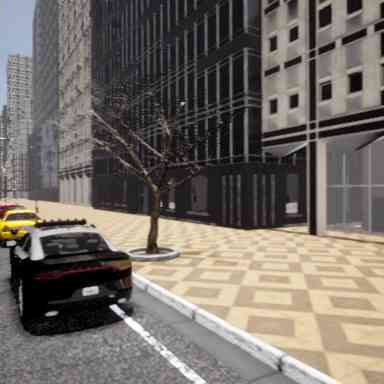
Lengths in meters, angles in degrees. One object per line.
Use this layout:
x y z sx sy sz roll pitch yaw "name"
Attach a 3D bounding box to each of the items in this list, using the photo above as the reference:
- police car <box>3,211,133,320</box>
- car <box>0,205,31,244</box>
-3.046 1.443 7.685 1.930 1.638 5.238 -1 0 -32 "police car"
-8.388 1.519 16.234 1.801 1.575 5.366 -1 0 -32 "car"
